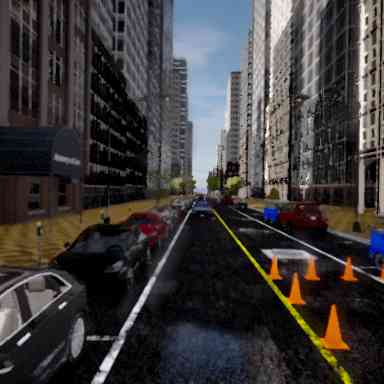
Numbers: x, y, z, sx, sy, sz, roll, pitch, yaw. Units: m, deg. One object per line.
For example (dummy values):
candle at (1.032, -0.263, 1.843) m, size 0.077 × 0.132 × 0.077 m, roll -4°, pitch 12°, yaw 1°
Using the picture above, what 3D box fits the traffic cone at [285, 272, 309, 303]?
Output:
traffic cone at (2.189, 2.009, 7.040) m, size 0.340 × 0.580 × 0.340 m, roll 1°, pitch 0°, yaw 1°

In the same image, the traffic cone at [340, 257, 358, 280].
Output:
traffic cone at (4.236, 2.047, 8.992) m, size 0.340 × 0.580 × 0.340 m, roll 1°, pitch 0°, yaw 1°

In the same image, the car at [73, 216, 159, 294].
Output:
car at (-2.186, 1.555, 8.798) m, size 1.947 × 1.339 × 4.313 m, roll 0°, pitch 0°, yaw 1°

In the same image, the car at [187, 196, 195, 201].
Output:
car at (-0.312, 1.788, 88.347) m, size 1.947 × 1.339 × 4.313 m, roll 0°, pitch 0°, yaw 1°

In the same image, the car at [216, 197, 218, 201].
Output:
car at (8.066, 1.795, 88.150) m, size 1.967 × 1.590 × 4.097 m, roll 0°, pitch 0°, yaw 1°

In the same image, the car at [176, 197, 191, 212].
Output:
car at (-1.517, 1.624, 37.209) m, size 2.008 × 1.369 × 4.403 m, roll 0°, pitch 0°, yaw 1°

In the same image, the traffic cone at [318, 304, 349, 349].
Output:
traffic cone at (2.142, 2.003, 5.040) m, size 0.340 × 0.580 × 0.340 m, roll 1°, pitch 0°, yaw 1°

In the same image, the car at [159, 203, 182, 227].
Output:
car at (-1.919, 1.573, 20.162) m, size 2.008 × 1.369 × 4.403 m, roll 0°, pitch 0°, yaw 1°

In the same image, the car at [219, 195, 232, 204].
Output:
car at (7.665, 1.622, 71.104) m, size 2.192 × 1.841 × 5.009 m, roll 0°, pitch 0°, yaw 1°

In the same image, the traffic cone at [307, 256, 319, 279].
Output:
traffic cone at (3.236, 2.031, 9.015) m, size 0.340 × 0.580 × 0.340 m, roll 1°, pitch 0°, yaw 1°

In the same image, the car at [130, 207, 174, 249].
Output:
car at (-2.052, 1.550, 14.480) m, size 1.887 × 1.381 × 4.507 m, roll 0°, pitch 0°, yaw 1°

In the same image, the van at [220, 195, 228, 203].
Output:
van at (7.933, 1.680, 82.468) m, size 1.690 × 1.788 × 3.998 m, roll 0°, pitch 0°, yaw 1°

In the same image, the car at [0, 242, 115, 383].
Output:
car at (-2.320, 1.522, 3.116) m, size 2.008 × 1.369 × 4.403 m, roll 0°, pitch 0°, yaw 1°

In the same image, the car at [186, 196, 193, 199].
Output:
car at (-1.249, 1.658, 48.572) m, size 2.008 × 1.369 × 4.403 m, roll 0°, pitch 0°, yaw 1°

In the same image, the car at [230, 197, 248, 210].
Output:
car at (7.128, 1.791, 48.374) m, size 2.008 × 1.369 × 4.403 m, roll 0°, pitch 0°, yaw 1°

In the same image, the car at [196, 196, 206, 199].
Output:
car at (1.987, 1.694, 71.348) m, size 1.882 × 1.535 × 5.008 m, roll 1°, pitch 0°, yaw 1°

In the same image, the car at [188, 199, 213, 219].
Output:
car at (0.942, 1.644, 31.095) m, size 2.033 × 1.411 × 5.357 m, roll 1°, pitch 0°, yaw 1°

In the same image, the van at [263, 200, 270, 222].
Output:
van at (6.594, 1.514, 25.647) m, size 1.690 × 1.788 × 3.998 m, roll 0°, pitch 0°, yaw 1°

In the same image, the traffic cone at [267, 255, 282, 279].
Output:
traffic cone at (2.237, 2.015, 9.039) m, size 0.340 × 0.580 × 0.340 m, roll 1°, pitch 0°, yaw 1°

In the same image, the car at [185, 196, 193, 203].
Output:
car at (-0.583, 1.715, 76.813) m, size 1.752 × 1.417 × 4.829 m, roll 0°, pitch 0°, yaw 1°

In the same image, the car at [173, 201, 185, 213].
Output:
car at (-1.785, 1.622, 25.844) m, size 1.802 × 1.307 × 4.206 m, roll 0°, pitch 0°, yaw 1°

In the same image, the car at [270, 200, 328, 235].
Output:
car at (6.460, 1.471, 19.965) m, size 2.192 × 1.841 × 5.009 m, roll 0°, pitch 0°, yaw 1°

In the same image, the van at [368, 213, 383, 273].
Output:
van at (6.192, 1.463, 8.601) m, size 1.690 × 1.788 × 3.998 m, roll 0°, pitch 0°, yaw 1°

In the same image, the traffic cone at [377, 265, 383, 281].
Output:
traffic cone at (5.235, 2.063, 8.968) m, size 0.340 × 0.580 × 0.340 m, roll 1°, pitch 0°, yaw 1°
